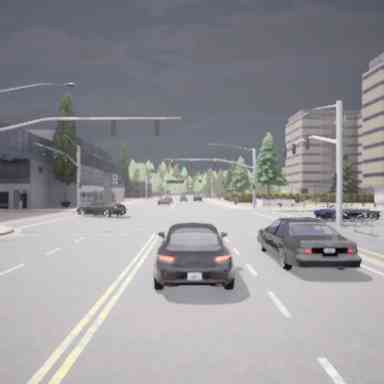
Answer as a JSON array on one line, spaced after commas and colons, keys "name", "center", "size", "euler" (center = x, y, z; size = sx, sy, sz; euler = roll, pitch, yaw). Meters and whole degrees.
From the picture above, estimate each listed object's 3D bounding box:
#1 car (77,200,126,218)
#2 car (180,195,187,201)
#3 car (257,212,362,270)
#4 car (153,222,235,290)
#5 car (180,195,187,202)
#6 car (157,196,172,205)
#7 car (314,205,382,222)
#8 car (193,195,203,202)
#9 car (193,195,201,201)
[{"name": "car", "center": [-8.341, 1.551, 30.606], "size": [4.892, 1.490, 1.837], "euler": [0, -2, 27]}, {"name": "car", "center": [-2.267, 1.602, 89.548], "size": [1.994, 1.385, 4.181], "euler": [0, 0, -2]}, {"name": "car", "center": [3.524, 1.563, 11.056], "size": [2.033, 1.411, 5.357], "euler": [0, 0, 0]}, {"name": "car", "center": [0.029, 1.539, 8.995], "size": [1.812, 1.442, 4.674], "euler": [0, 0, -1]}, {"name": "car", "center": [-1.984, 1.652, 78.913], "size": [2.033, 1.411, 5.357], "euler": [0, 0, -2]}, {"name": "car", "center": [-5.000, 1.653, 58.904], "size": [1.994, 1.385, 4.181], "euler": [0, 0, -1]}, {"name": "car", "center": [12.283, 1.640, 26.303], "size": [4.718, 1.301, 1.895], "euler": [0, 0, -2]}, {"name": "car", "center": [1.504, 1.615, 79.408], "size": [1.837, 1.490, 4.892], "euler": [0, 0, -2]}, {"name": "car", "center": [1.232, 1.528, 89.639], "size": [1.882, 1.535, 5.008], "euler": [0, 0, -2]}]
